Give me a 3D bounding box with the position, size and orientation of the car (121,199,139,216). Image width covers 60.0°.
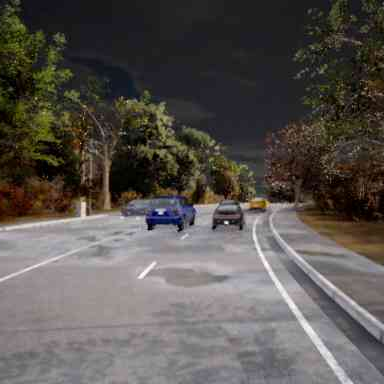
[{"bbox_3d":[-5.452,1.483,34.155,2.097,1.767,4.553,-1,0,16],"label":"car"}]

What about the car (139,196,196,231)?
[{"bbox_3d":[-1.216,1.244,21.041,2.150,2.045,5.566,-1,0,11],"label":"car"}]

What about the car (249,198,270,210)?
[{"bbox_3d":[8.430,1.429,41.474,1.882,1.535,5.008,-1,0,21],"label":"car"}]

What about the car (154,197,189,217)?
[{"bbox_3d":[-1.969,1.456,33.630,2.097,1.767,4.553,-1,0,17],"label":"car"}]

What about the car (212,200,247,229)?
[{"bbox_3d":[2.436,1.498,21.442,1.837,1.490,4.892,-1,0,11],"label":"car"}]
